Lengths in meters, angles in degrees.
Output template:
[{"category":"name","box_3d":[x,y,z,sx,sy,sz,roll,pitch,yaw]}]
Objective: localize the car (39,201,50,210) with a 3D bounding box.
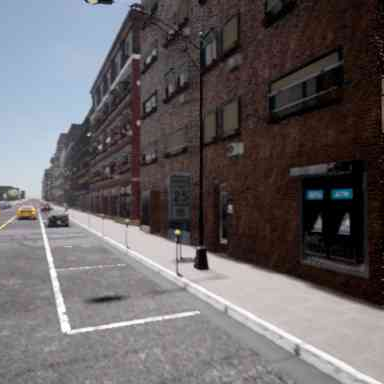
[{"category":"car","box_3d":[-33.244,3.040,74.895,2.192,1.841,5.009,2,-2,-25]}]

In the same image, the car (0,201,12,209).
[{"category":"car","box_3d":[-45.615,3.141,81.546,2.192,1.841,5.009,2,-2,-25]}]

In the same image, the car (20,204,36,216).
[{"category":"car","box_3d":[-23.538,2.594,47.936,1.882,1.535,5.008,1,-2,-24]}]

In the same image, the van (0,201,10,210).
[{"category":"van","box_3d":[-40.824,2.947,71.321,1.690,1.788,3.998,2,-2,-25]}]

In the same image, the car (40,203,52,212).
[{"category":"car","box_3d":[-28.455,2.941,64.669,1.967,1.590,4.097,1,-2,-25]}]

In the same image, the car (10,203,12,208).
[{"category":"car","box_3d":[-43.223,3.261,76.428,1.887,1.381,4.507,2,-2,-25]}]

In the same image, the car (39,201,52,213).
[{"category":"car","box_3d":[-26.060,2.828,59.558,1.967,1.590,4.097,1,-2,-25]}]

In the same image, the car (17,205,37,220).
[{"category":"car","box_3d":[-19.178,2.386,38.704,1.882,1.535,5.008,1,-2,-25]}]

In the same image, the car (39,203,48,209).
[{"category":"car","box_3d":[-35.644,3.380,80.003,1.887,1.381,4.507,2,-2,-25]}]

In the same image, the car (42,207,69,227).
[{"category":"car","box_3d":[-11.687,2.245,28.880,2.008,1.369,4.403,1,-2,-25]}]
